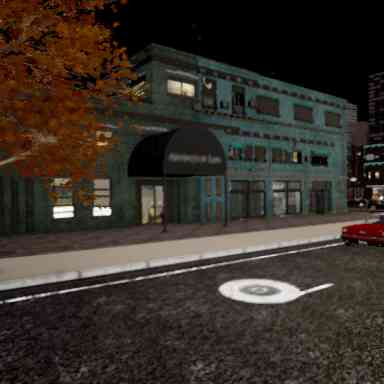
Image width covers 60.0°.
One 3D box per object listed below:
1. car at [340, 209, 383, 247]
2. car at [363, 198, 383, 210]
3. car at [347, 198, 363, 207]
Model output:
[{"bbox_3d":[8.098,1.554,13.597,4.718,1.301,1.895,0,0,-36],"label":"car"},{"bbox_3d":[24.604,1.674,42.122,1.947,1.339,4.313,-2,0,-36],"label":"car"},{"bbox_3d":[26.584,1.645,53.868,2.008,1.369,4.403,-2,0,-36],"label":"car"}]
